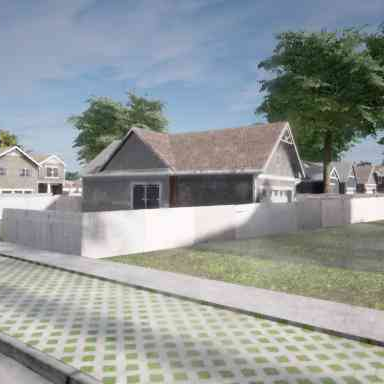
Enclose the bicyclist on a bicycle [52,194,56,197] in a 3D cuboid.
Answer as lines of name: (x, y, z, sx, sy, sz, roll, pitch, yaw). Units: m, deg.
bicyclist on a bicycle: (-13.073, 1.028, 31.582, 1.656, 1.620, 0.582, 0, 1, 34)
